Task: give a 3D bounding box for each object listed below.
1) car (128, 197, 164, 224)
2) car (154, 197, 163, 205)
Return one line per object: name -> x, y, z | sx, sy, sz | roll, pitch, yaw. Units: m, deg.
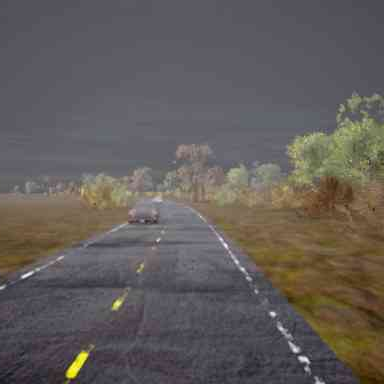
car -> -3.505, 1.423, 25.194 | 2.097, 1.767, 4.553 | 0, 0, -2
car -> -6.795, 1.732, 67.016 | 1.812, 1.442, 4.674 | 0, 0, -7
